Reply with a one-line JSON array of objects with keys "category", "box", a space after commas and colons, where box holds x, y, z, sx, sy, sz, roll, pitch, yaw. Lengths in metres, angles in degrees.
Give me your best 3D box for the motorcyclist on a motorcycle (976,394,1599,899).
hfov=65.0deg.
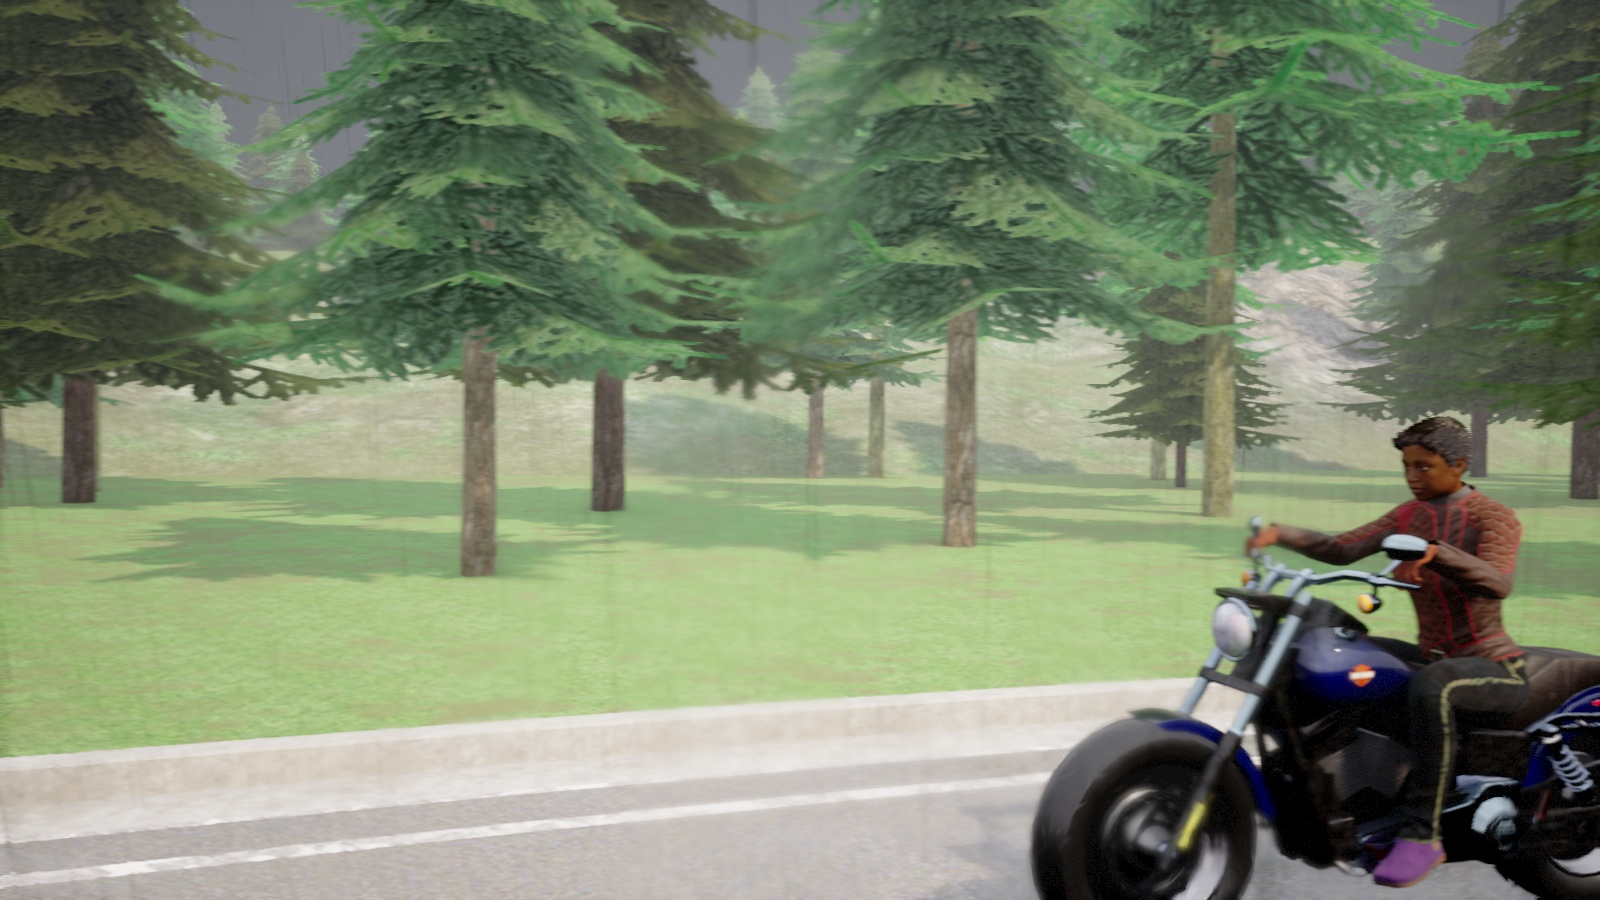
[{"category": "motorcyclist on a motorcycle", "box": [1.792, 0.663, 3.908, 2.350, 1.649, 0.766, -1, 1, -17]}]
